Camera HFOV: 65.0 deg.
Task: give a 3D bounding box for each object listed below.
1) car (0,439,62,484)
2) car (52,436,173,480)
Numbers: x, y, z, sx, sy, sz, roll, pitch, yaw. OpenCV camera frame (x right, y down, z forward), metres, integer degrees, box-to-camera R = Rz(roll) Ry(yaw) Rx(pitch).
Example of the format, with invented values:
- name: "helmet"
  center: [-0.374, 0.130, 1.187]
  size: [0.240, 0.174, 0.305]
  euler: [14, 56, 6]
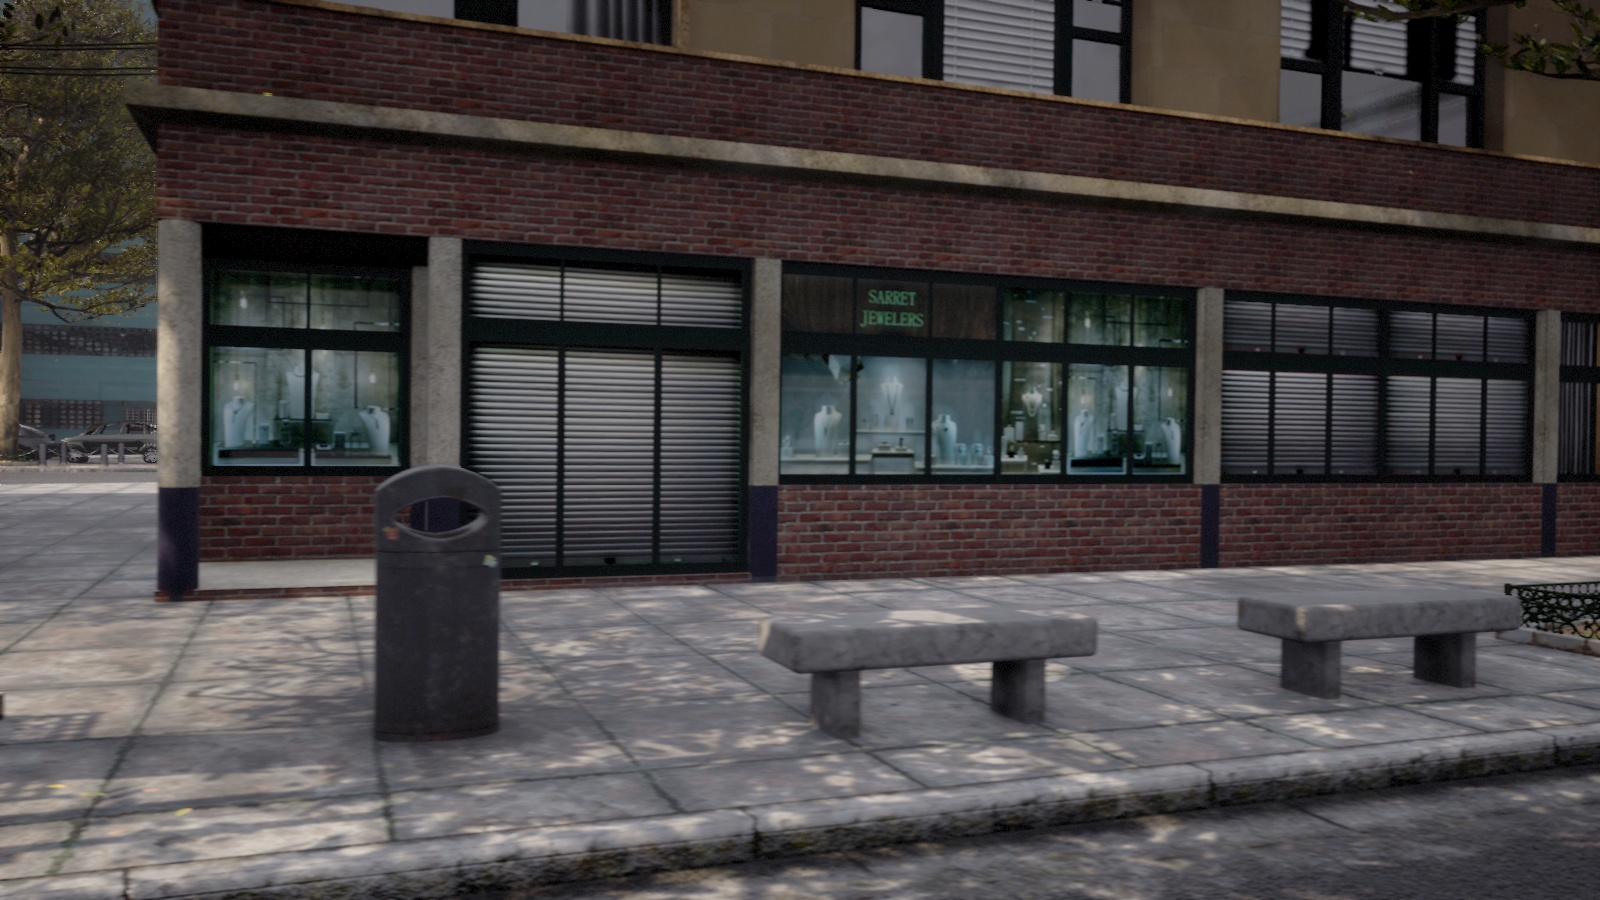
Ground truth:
- name: "car"
  center: [-27.616, 0.392, 41.894]
  size: [4.892, 1.490, 1.837]
  euler: [-1, 1, -21]
- name: "car"
  center: [-25.391, 0.280, 46.493]
  size: [3.705, 1.549, 1.789]
  euler: [-1, 1, -21]
